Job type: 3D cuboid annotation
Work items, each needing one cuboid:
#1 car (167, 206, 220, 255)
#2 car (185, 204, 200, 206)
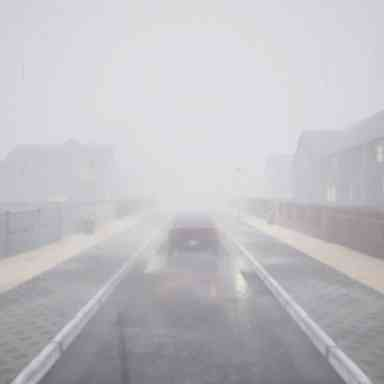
[{"bbox_3d":[0.058,1.564,13.721,1.882,1.535,5.008,0,0,0],"label":"car"},{"bbox_3d":[0.058,1.698,28.126,1.812,1.442,4.674,0,0,1],"label":"car"}]
